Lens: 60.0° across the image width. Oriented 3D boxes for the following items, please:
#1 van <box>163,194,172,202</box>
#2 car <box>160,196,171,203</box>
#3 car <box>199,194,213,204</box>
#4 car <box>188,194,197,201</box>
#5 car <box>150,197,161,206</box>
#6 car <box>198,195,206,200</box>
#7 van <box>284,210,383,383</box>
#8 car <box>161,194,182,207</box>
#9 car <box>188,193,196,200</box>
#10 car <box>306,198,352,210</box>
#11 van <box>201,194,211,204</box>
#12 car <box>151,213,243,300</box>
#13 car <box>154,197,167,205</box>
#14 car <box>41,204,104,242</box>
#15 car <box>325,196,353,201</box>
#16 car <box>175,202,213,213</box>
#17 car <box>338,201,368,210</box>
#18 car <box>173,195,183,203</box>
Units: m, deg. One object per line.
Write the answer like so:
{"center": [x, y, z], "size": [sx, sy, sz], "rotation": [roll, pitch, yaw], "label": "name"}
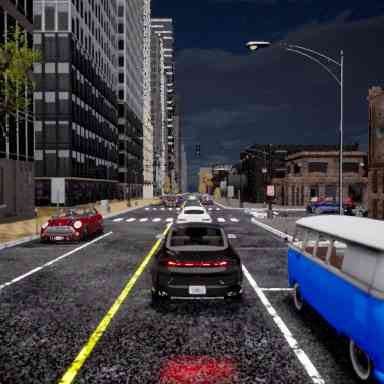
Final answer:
{"center": [-5.609, 1.323, 76.697], "size": [1.690, 1.788, 3.998], "rotation": [-1, 0, 0], "label": "van"}
{"center": [-5.610, 1.549, 71.053], "size": [1.947, 1.339, 4.313], "rotation": [-1, 0, 0], "label": "car"}
{"center": [2.726, 1.425, 59.703], "size": [1.967, 1.590, 4.097], "rotation": [-1, 0, 0], "label": "car"}
{"center": [0.067, 1.504, 81.015], "size": [1.812, 1.442, 4.674], "rotation": [0, 0, 0], "label": "car"}
{"center": [-5.795, 1.512, 53.951], "size": [1.752, 1.417, 4.829], "rotation": [-1, 0, 0], "label": "car"}
{"center": [2.756, 1.531, 93.568], "size": [2.008, 1.369, 4.403], "rotation": [-1, 0, 0], "label": "car"}
{"center": [2.679, 1.340, 5.083], "size": [1.690, 1.788, 3.998], "rotation": [-1, 0, 0], "label": "van"}
{"center": [-3.054, 1.339, 50.273], "size": [2.097, 1.767, 4.553], "rotation": [0, 0, 0], "label": "car"}
{"center": [0.075, 1.257, 91.018], "size": [2.097, 1.767, 4.553], "rotation": [0, 0, 0], "label": "car"}
{"center": [14.846, 1.684, 36.842], "size": [4.181, 1.385, 1.994], "rotation": [1, 1, 1], "label": "car"}
{"center": [2.729, 1.325, 65.347], "size": [1.690, 1.788, 3.998], "rotation": [-1, 0, 0], "label": "van"}
{"center": [0.104, 1.502, 8.374], "size": [1.837, 1.490, 4.892], "rotation": [0, 0, 0], "label": "car"}
{"center": [-5.619, 1.551, 59.764], "size": [1.947, 1.339, 4.313], "rotation": [-1, 0, 0], "label": "car"}
{"center": [-5.690, 1.435, 16.173], "size": [1.967, 1.590, 4.097], "rotation": [-1, 0, 0], "label": "car"}
{"center": [16.559, 1.411, 39.403], "size": [5.009, 1.841, 2.192], "rotation": [1, 0, 1], "label": "car"}
{"center": [0.109, 1.520, 18.730], "size": [1.812, 1.442, 4.674], "rotation": [0, 0, 0], "label": "car"}
{"center": [16.443, 1.793, 31.026], "size": [4.313, 1.339, 1.947], "rotation": [1, 0, 1], "label": "car"}
{"center": [-2.942, 1.461, 70.111], "size": [1.882, 1.535, 5.008], "rotation": [0, 0, 0], "label": "car"}
